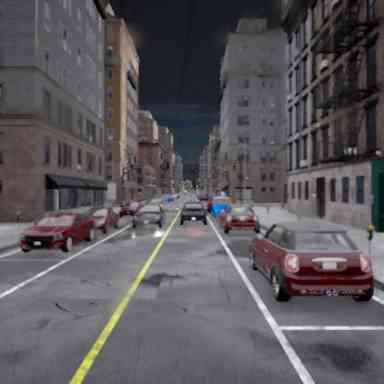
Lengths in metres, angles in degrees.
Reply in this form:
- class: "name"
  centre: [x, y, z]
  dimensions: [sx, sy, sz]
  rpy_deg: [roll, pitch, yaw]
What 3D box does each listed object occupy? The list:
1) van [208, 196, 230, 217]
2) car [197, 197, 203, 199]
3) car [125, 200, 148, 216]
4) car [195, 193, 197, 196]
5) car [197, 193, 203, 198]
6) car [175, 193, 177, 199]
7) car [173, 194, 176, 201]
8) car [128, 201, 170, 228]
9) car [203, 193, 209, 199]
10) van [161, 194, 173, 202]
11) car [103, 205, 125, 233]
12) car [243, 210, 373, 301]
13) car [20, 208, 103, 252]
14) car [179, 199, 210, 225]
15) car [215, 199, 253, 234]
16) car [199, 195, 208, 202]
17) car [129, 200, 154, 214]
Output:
- class: "van"
  centre: [2.650, 1.338, 30.365]
  dimensions: [1.690, 1.788, 3.998]
  rpy_deg: [0, 0, 0]
- class: "car"
  centre: [0.083, 1.596, 37.095]
  dimensions: [1.895, 1.301, 4.718]
  rpy_deg: [0, 0, -1]
- class: "car"
  centre: [-5.375, 1.542, 30.369]
  dimensions: [1.887, 1.381, 4.507]
  rpy_deg: [0, 0, 0]
- class: "car"
  centre: [2.725, 1.288, 94.873]
  dimensions: [2.192, 1.841, 5.009]
  rpy_deg: [0, 0, 0]
- class: "car"
  centre: [2.736, 1.297, 73.248]
  dimensions: [2.192, 1.841, 5.009]
  rpy_deg: [0, 0, 0]
- class: "car"
  centre: [-5.368, 1.522, 84.063]
  dimensions: [1.887, 1.381, 4.507]
  rpy_deg: [0, 0, 0]
- class: "car"
  centre: [-5.372, 1.546, 78.656]
  dimensions: [1.947, 1.339, 4.313]
  rpy_deg: [0, 0, 0]
- class: "car"
  centre: [-2.741, 1.532, 22.170]
  dimensions: [1.812, 1.442, 4.674]
  rpy_deg: [0, 0, 0]
- class: "car"
  centre: [2.653, 1.311, 35.877]
  dimensions: [2.192, 1.841, 5.009]
  rpy_deg: [0, 0, 0]
- class: "van"
  centre: [-5.379, 1.325, 67.844]
  dimensions: [1.690, 1.788, 3.998]
  rpy_deg: [0, 0, 0]
- class: "car"
  centre: [-5.379, 1.581, 19.347]
  dimensions: [1.802, 1.307, 4.206]
  rpy_deg: [0, 0, 0]
- class: "car"
  centre: [2.641, 1.440, 8.322]
  dimensions: [1.967, 1.590, 4.097]
  rpy_deg: [0, 0, 0]
- class: "car"
  centre: [-5.382, 1.544, 13.836]
  dimensions: [1.887, 1.381, 4.507]
  rpy_deg: [0, 0, 0]
- class: "car"
  centre: [0.108, 1.503, 24.298]
  dimensions: [1.837, 1.490, 4.892]
  rpy_deg: [0, 0, 0]
- class: "car"
  centre: [2.646, 1.439, 19.344]
  dimensions: [1.967, 1.590, 4.097]
  rpy_deg: [0, 0, 0]
- class: "car"
  centre: [2.733, 1.531, 78.654]
  dimensions: [2.008, 1.369, 4.403]
  rpy_deg: [0, 0, 0]
- class: "car"
  centre: [-5.372, 1.562, 35.880]
  dimensions: [1.947, 1.339, 4.313]
  rpy_deg: [0, 0, 0]
